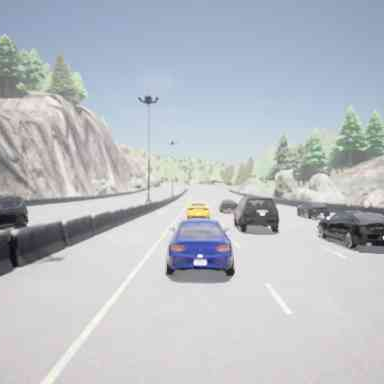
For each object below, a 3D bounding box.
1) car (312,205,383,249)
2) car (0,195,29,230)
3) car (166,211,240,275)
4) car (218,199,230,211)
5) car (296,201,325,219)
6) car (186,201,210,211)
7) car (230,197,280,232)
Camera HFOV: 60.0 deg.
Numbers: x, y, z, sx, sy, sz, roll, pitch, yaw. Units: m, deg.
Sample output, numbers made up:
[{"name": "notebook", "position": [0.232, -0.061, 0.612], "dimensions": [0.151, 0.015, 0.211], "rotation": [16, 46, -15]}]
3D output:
[{"name": "car", "position": [7.317, 1.558, 14.926], "dimensions": [1.882, 1.535, 5.008], "rotation": [0, 0, 1]}, {"name": "car", "position": [-10.354, 1.195, 16.655], "dimensions": [2.150, 2.045, 5.566], "rotation": [0, 0, 1]}, {"name": "car", "position": [0.233, 1.551, 10.419], "dimensions": [1.812, 1.442, 4.674], "rotation": [0, 0, 1]}, {"name": "car", "position": [4.200, 1.620, 39.616], "dimensions": [1.837, 1.490, 4.892], "rotation": [0, 0, 1]}, {"name": "car", "position": [11.062, 1.644, 30.630], "dimensions": [1.837, 1.490, 4.892], "rotation": [0, 0, 1]}, {"name": "car", "position": [0.528, 1.547, 28.523], "dimensions": [1.882, 1.535, 5.008], "rotation": [0, 0, 1]}, {"name": "car", "position": [3.910, 1.296, 20.874], "dimensions": [2.150, 2.045, 5.566], "rotation": [0, 0, 1]}]
